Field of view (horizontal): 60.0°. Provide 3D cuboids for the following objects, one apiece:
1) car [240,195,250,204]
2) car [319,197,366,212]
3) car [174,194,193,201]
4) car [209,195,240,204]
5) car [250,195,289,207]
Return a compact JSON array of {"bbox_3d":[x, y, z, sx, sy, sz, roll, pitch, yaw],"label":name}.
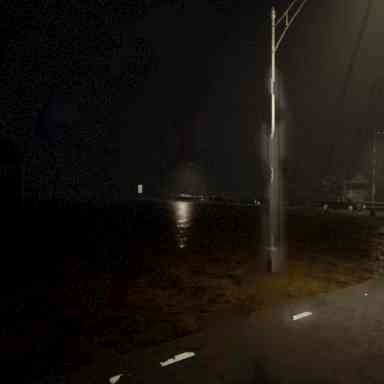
[{"bbox_3d":[9.176,1.242,52.556,2.033,1.411,5.357,2,-1,-35],"label":"car"},{"bbox_3d":[16.303,1.289,36.124,1.837,1.490,4.892,2,0,-35],"label":"car"},{"bbox_3d":[-1.906,1.150,68.166,1.895,1.301,4.718,2,-1,-35],"label":"car"},{"bbox_3d":[4.777,1.171,52.381,1.895,1.301,4.718,2,-1,-35],"label":"car"},{"bbox_3d":[10.547,1.174,44.237,1.837,1.490,4.892,2,0,-35],"label":"car"}]
